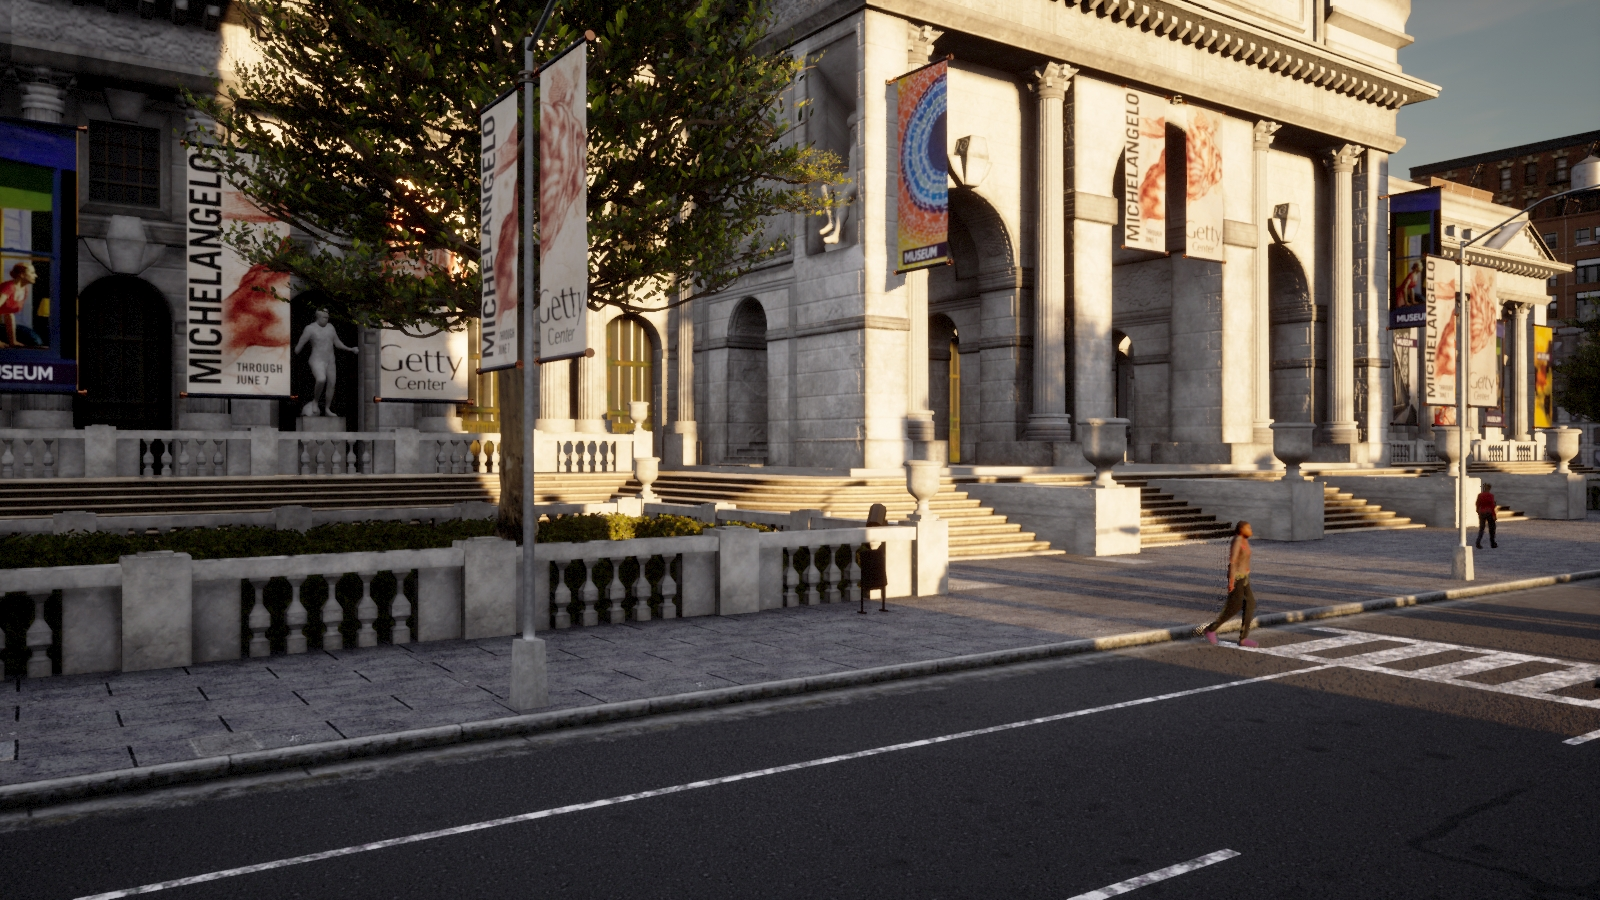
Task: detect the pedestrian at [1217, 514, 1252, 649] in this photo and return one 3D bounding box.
[{"bbox_3d":[6.166,1.849,16.209,0.375,1.860,0.375,0,0,36],"label":"pedestrian"}]

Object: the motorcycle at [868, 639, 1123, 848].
[{"bbox_3d":[1.564,2.213,8.951,2.033,1.145,0.803,0,1,-38],"label":"motorcycle"}]

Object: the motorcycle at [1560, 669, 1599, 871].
[{"bbox_3d":[6.399,2.205,8.134,2.209,1.251,0.867,0,0,-34],"label":"motorcycle"}]

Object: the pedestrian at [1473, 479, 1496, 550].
[{"bbox_3d":[18.082,1.696,30.172,0.375,1.860,0.375,0,0,-29],"label":"pedestrian"}]
